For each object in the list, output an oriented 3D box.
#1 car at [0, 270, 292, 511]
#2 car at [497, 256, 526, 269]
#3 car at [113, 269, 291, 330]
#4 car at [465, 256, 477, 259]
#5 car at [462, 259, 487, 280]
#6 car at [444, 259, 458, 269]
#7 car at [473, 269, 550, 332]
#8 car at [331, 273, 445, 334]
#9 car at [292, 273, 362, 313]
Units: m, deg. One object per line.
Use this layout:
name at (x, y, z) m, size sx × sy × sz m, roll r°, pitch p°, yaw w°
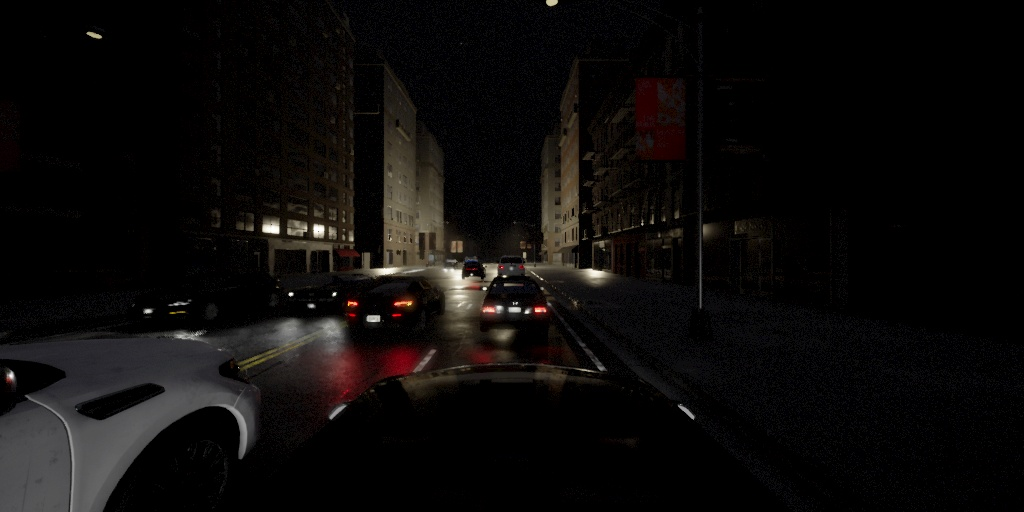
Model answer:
car at (-3.138, 0.972, 0.570) m, size 2.150 × 2.045 × 5.566 m, roll 0°, pitch 0°, yaw 0°
car at (-0.061, 0.985, 29.374) m, size 2.150 × 2.045 × 5.566 m, roll 0°, pitch 0°, yaw 0°
car at (-9.911, 1.257, 12.170) m, size 1.837 × 1.490 × 4.892 m, roll 0°, pitch 0°, yaw 0°
car at (-6.847, 1.059, 59.909) m, size 2.150 × 2.045 × 5.566 m, roll 0°, pitch 0°, yaw 0°
car at (-3.323, 1.270, 31.716) m, size 1.837 × 1.490 × 4.892 m, roll 0°, pitch 0°, yaw -1°
car at (-10.098, 1.291, 59.586) m, size 2.128 × 1.511 × 4.902 m, roll 0°, pitch 0°, yaw 0°
car at (0.049, 1.299, 10.841) m, size 2.033 × 1.411 × 5.357 m, roll 0°, pitch 0°, yaw 0°
car at (-3.200, 1.277, 10.558) m, size 1.812 × 1.442 × 4.674 m, roll 0°, pitch 0°, yaw 0°
car at (-6.673, 1.354, 14.118) m, size 1.895 × 1.301 × 4.718 m, roll 0°, pitch 0°, yaw 0°
